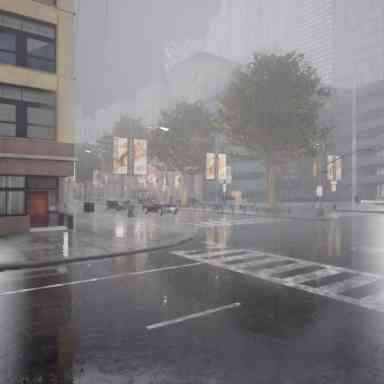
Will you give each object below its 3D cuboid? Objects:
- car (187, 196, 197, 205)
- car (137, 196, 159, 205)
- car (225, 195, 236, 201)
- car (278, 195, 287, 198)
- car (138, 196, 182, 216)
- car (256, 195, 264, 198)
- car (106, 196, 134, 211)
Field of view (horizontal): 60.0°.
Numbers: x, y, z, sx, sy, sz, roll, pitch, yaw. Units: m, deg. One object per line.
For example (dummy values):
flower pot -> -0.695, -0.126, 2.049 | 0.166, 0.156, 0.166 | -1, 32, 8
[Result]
car -> -1.154, 1.491, 56.479 | 2.128, 1.511, 4.902 | 0, 0, -36
car -> -8.012, 1.478, 59.870 | 1.882, 1.535, 5.008 | 0, 0, -36
car -> 8.022, 1.413, 76.669 | 2.161, 1.482, 4.786 | 0, 0, -36
car -> 18.484, 1.320, 69.165 | 2.002, 1.452, 4.674 | 0, 0, -36
car -> -3.225, 1.492, 33.279 | 2.128, 1.511, 4.902 | 0, 0, -36
car -> 17.687, 1.463, 83.099 | 1.895, 1.301, 4.718 | 0, 0, -36
car -> -8.940, 1.352, 41.294 | 2.097, 1.767, 4.553 | 0, 0, -35
